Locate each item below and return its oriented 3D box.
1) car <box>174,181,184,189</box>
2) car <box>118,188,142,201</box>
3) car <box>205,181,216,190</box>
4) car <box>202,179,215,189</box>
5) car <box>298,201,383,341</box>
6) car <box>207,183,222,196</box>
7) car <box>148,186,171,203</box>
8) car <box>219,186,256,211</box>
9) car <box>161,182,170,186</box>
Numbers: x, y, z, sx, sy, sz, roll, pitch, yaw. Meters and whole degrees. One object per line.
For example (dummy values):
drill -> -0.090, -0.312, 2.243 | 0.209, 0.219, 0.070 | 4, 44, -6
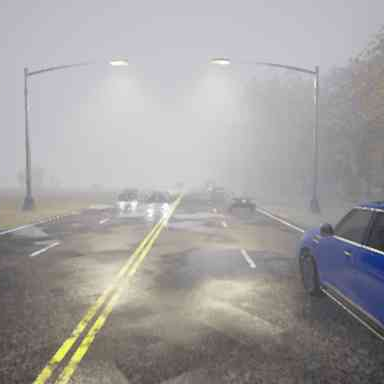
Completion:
car -> -2.819, -1.676, 74.764 | 2.097, 1.767, 4.553 | 0, 2, 0
car -> -6.465, 0.230, 35.056 | 1.994, 1.385, 4.181 | 0, 2, 0
car -> 3.543, -0.589, 55.277 | 1.895, 1.301, 4.718 | 1, 4, 0
car -> 3.629, -1.417, 66.270 | 2.150, 2.045, 5.566 | 1, 1, 0
car -> 3.359, 1.109, 4.798 | 2.150, 2.045, 5.566 | -1, 3, -1
car -> 3.451, -0.179, 44.269 | 1.994, 1.385, 4.181 | 0, 1, 0
car -> -3.231, 0.336, 33.308 | 1.895, 1.301, 4.718 | 0, 2, 0
car -> 3.450, 0.576, 24.566 | 2.033, 1.411, 5.357 | 2, 2, 0
car -> -6.060, -1.559, 75.974 | 1.882, 1.535, 5.008 | 0, 2, 0
